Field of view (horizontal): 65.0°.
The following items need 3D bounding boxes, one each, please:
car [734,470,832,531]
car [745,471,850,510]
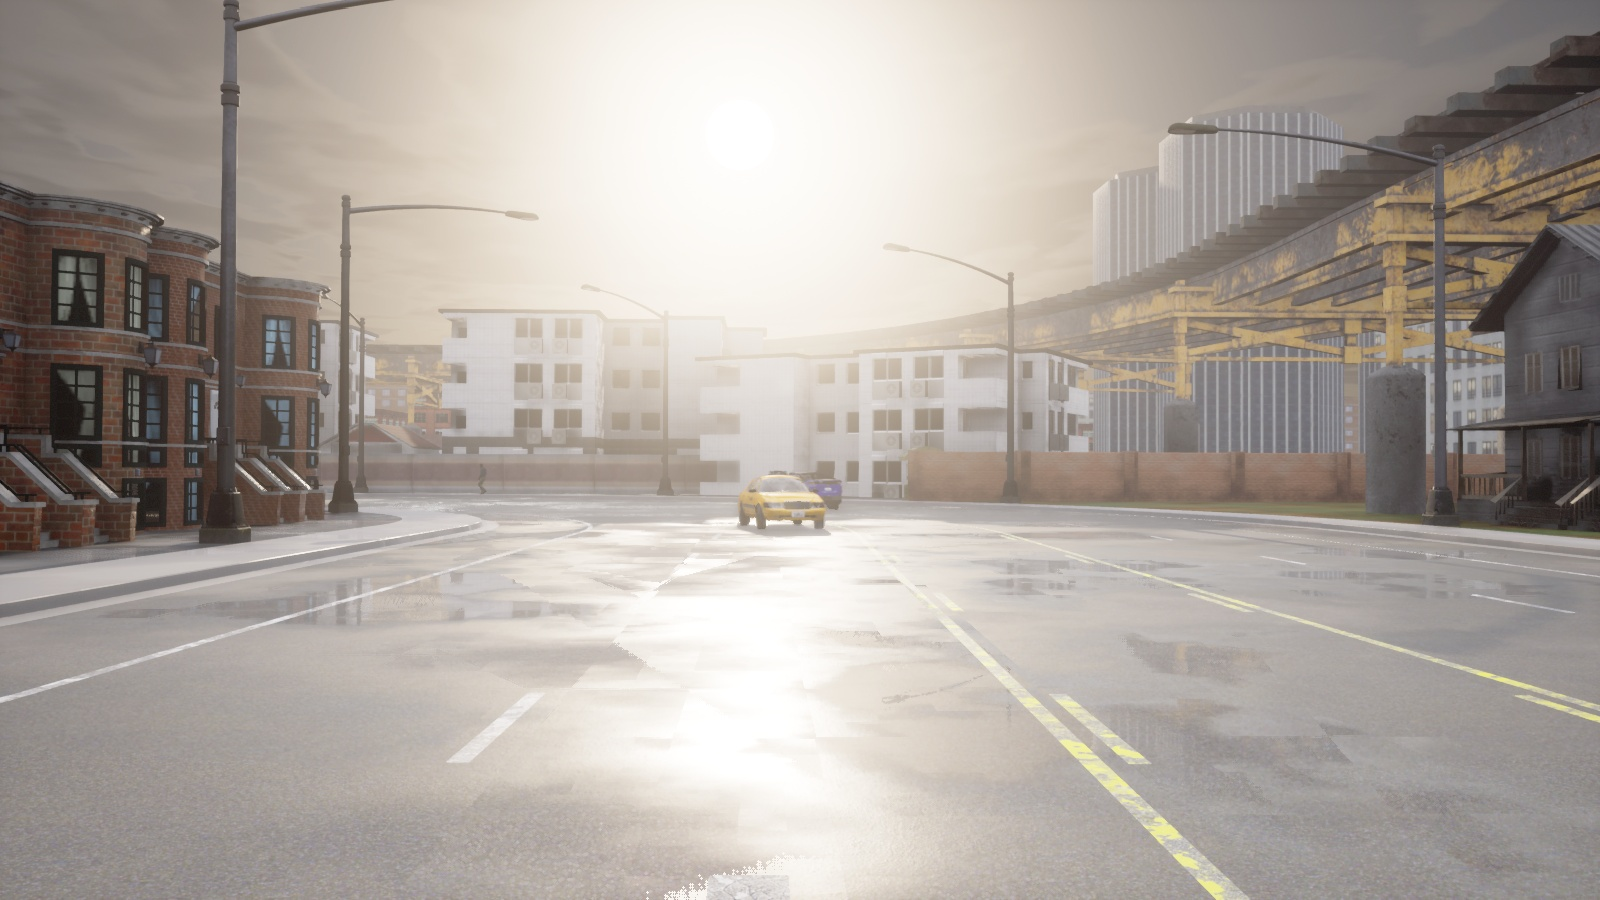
[{"bbox_3d":[-0.570,1.343,35.038,1.801,1.575,5.366,0,-1,-11],"label":"car"},{"bbox_3d":[-0.169,1.619,51.147,2.007,1.525,4.514,1,-1,-36],"label":"car"}]
